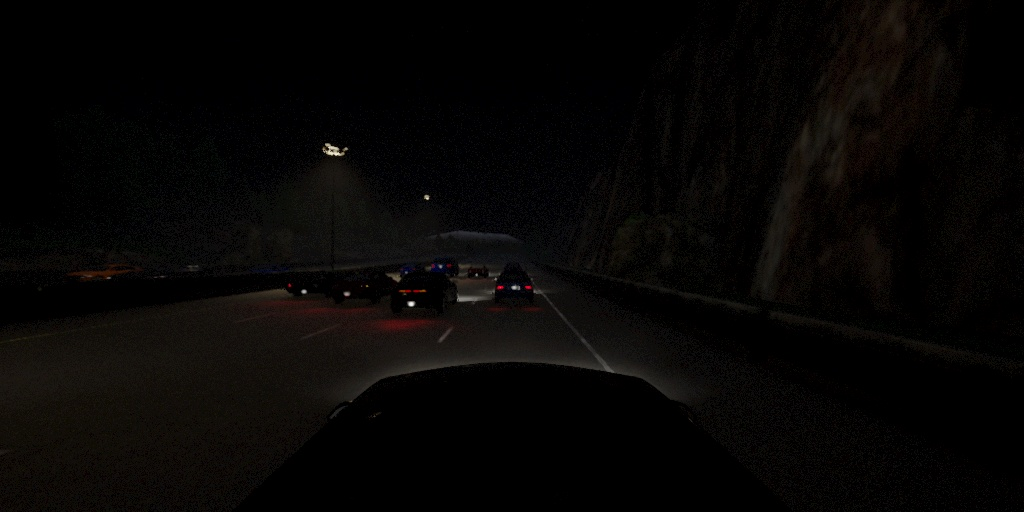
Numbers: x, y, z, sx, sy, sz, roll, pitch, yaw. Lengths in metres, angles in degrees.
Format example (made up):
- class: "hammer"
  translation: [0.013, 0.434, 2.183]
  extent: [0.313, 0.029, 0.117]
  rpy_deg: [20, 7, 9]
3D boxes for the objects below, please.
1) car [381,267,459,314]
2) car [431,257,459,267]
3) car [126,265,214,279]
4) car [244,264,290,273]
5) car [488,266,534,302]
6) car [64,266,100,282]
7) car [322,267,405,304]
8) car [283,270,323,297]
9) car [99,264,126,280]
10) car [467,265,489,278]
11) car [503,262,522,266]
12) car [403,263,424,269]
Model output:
- class: "car"
  translation: [-3.401, 1.374, 14.532]
  extent: [1.837, 1.490, 4.892]
  rpy_deg: [0, 0, 0]
- class: "car"
  translation: [-6.903, 1.150, 37.373]
  extent: [2.150, 2.045, 5.566]
  rpy_deg: [0, 0, 0]
- class: "car"
  translation: [-24.601, 1.415, 26.433]
  extent: [2.128, 1.511, 4.902]
  rpy_deg: [0, 0, 0]
- class: "car"
  translation: [-21.099, 1.457, 31.021]
  extent: [1.812, 1.442, 4.674]
  rpy_deg: [0, 0, 0]
- class: "car"
  translation: [0.098, 1.436, 17.984]
  extent: [2.033, 1.411, 5.357]
  rpy_deg: [0, 0, 0]
- class: "car"
  translation: [-31.600, 1.405, 28.206]
  extent: [1.882, 1.535, 5.008]
  rpy_deg: [0, 0, 0]
- class: "car"
  translation: [-6.915, 1.410, 17.306]
  extent: [1.812, 1.442, 4.674]
  rpy_deg: [0, 0, 0]
- class: "car"
  translation: [-10.402, 1.502, 20.151]
  extent: [1.895, 1.301, 4.718]
  rpy_deg: [0, 0, 0]
- class: "car"
  translation: [-28.103, 1.475, 28.109]
  extent: [2.033, 1.411, 5.357]
  rpy_deg: [0, 0, 0]
- class: "car"
  translation: [-3.403, 1.531, 36.765]
  extent: [1.895, 1.301, 4.718]
  rpy_deg: [0, 0, 0]
- class: "car"
  translation: [0.096, 1.405, 37.971]
  extent: [1.882, 1.535, 5.008]
  rpy_deg: [0, 0, 0]
- class: "car"
  translation: [-10.403, 1.454, 37.750]
  extent: [1.812, 1.442, 4.674]
  rpy_deg: [0, 0, 0]
